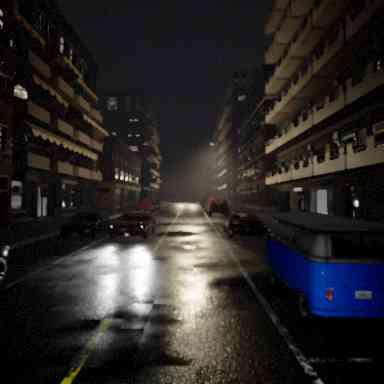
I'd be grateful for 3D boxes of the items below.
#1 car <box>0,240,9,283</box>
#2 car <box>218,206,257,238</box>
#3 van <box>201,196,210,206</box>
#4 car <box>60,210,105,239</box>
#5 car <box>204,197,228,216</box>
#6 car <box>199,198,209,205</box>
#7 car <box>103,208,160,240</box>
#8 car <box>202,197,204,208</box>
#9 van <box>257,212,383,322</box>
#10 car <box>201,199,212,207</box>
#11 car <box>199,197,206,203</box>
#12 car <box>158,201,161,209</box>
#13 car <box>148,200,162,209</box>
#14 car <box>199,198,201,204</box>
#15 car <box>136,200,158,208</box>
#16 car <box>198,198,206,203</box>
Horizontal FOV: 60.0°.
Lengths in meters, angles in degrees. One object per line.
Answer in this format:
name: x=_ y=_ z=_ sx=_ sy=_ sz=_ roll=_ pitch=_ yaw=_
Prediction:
car: x=-5.680 y=1.617 z=7.122 sx=1.947 sy=1.339 sz=4.313 roll=1 pitch=0 yaw=0
car: x=2.699 y=1.676 z=18.225 sx=1.887 sy=1.381 sz=4.507 roll=1 pitch=0 yaw=0
van: x=2.694 y=1.834 z=68.365 sx=1.690 sy=1.788 sz=3.998 roll=1 pitch=0 yaw=0
car: x=-5.682 y=1.697 z=18.264 sx=1.947 sy=1.339 sz=4.313 roll=1 pitch=0 yaw=0
car: x=2.699 y=1.566 z=34.940 sx=2.192 sy=1.841 sz=5.009 roll=1 pitch=0 yaw=0
car: x=2.690 y=2.084 z=73.935 sx=2.008 sy=1.369 sz=4.403 roll=1 pitch=0 yaw=0
car: x=-3.064 y=1.729 z=17.846 sx=1.895 sy=1.301 sz=4.718 roll=0 pitch=0 yaw=0
car: x=2.699 y=1.606 z=40.510 sx=2.192 sy=1.841 sz=5.009 roll=1 pitch=0 yaw=0
van: x=2.703 y=1.393 z=7.086 sx=1.690 sy=1.788 sz=3.998 roll=1 pitch=0 yaw=0
car: x=2.692 y=1.997 z=62.794 sx=1.887 sy=1.381 sz=4.507 roll=1 pitch=0 yaw=0
car: x=2.689 y=2.140 z=85.247 sx=1.752 sy=1.417 sz=4.829 roll=1 pitch=0 yaw=0
car: x=-5.686 y=1.913 z=46.118 sx=1.802 sy=1.307 sz=4.206 roll=1 pitch=0 yaw=0
car: x=-5.687 y=1.953 z=51.690 sx=1.802 sy=1.307 sz=4.206 roll=1 pitch=0 yaw=0
car: x=2.696 y=1.727 z=57.224 sx=2.192 sy=1.841 sz=5.009 roll=1 pitch=0 yaw=0
car: x=-5.685 y=1.835 z=40.548 sx=1.887 sy=1.381 sz=4.507 roll=1 pitch=0 yaw=0
car: x=2.687 y=2.236 z=90.649 sx=1.802 sy=1.307 sz=4.206 roll=1 pitch=0 yaw=0
